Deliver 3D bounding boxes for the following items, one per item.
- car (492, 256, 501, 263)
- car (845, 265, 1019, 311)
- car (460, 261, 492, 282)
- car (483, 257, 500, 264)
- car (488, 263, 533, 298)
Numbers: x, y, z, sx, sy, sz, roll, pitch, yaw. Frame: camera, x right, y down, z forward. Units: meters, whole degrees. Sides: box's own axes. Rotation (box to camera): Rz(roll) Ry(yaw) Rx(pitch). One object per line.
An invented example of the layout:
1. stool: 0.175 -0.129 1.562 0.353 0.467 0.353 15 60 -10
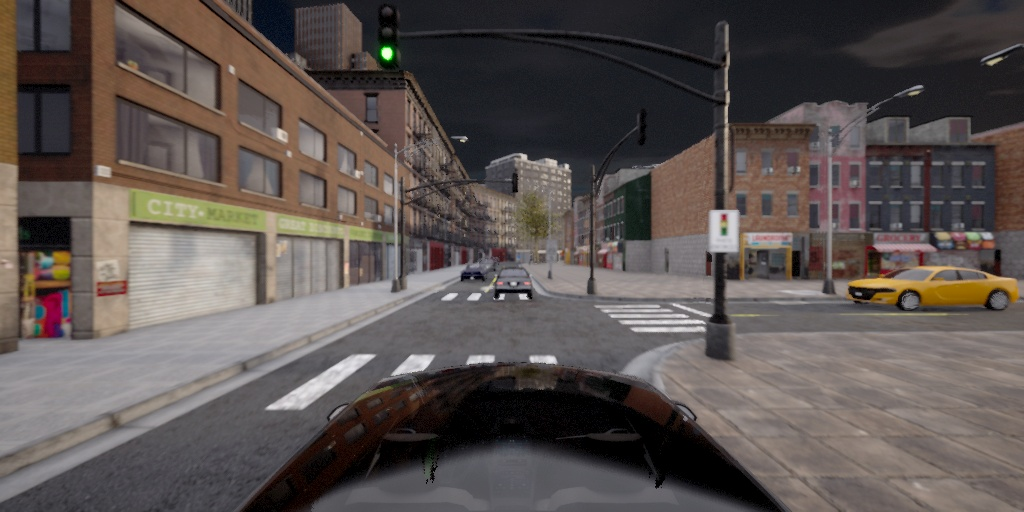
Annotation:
1. car: -2.837 0.809 59.622 2.128 1.511 4.902 0 0 0
2. car: 15.234 1.113 13.193 5.008 1.535 1.882 0 0 0
3. car: -2.884 1.282 28.101 1.895 1.301 4.718 0 0 0
4. car: -2.891 1.144 43.670 2.128 1.511 4.902 0 0 0
5. car: 0.071 1.253 18.224 2.033 1.411 5.357 0 0 0
